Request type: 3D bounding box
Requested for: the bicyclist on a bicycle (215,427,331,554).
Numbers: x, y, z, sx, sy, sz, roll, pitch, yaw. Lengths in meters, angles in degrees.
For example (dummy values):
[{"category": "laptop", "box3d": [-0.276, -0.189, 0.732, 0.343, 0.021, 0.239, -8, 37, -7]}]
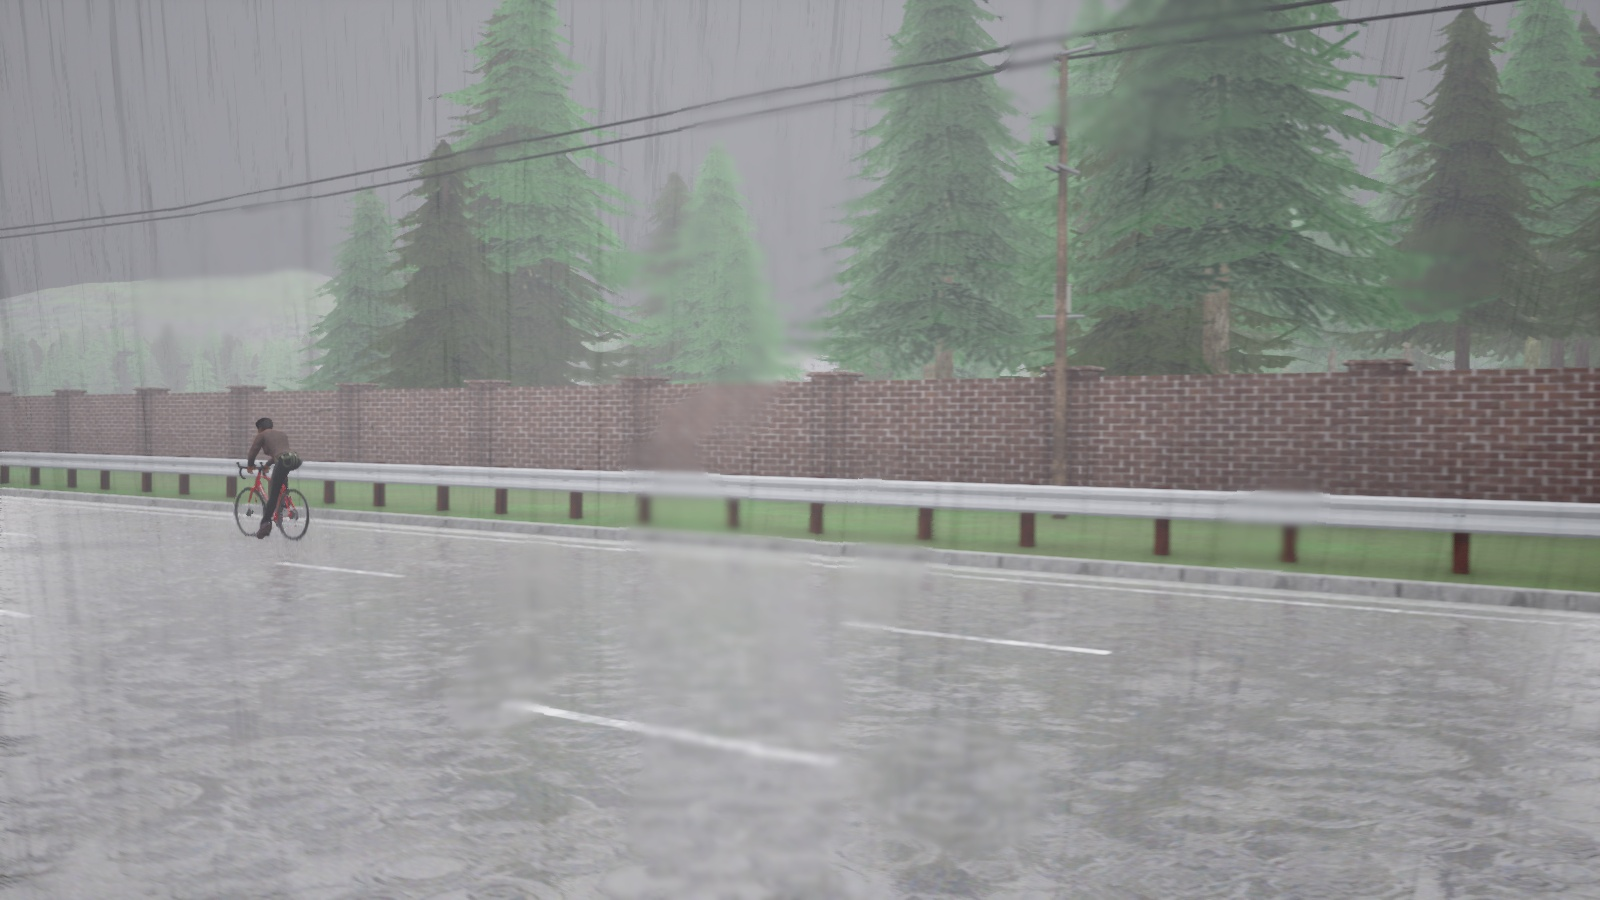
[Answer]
[{"category": "bicyclist on a bicycle", "box3d": [-7.022, 0.520, 16.706, 1.656, 1.620, 0.582, 0, 1, 34]}]
